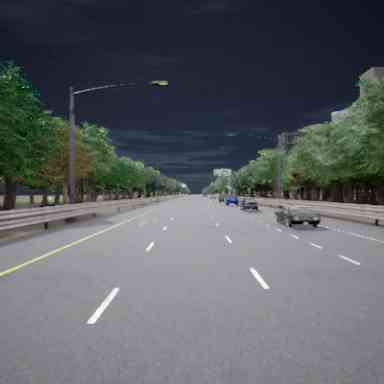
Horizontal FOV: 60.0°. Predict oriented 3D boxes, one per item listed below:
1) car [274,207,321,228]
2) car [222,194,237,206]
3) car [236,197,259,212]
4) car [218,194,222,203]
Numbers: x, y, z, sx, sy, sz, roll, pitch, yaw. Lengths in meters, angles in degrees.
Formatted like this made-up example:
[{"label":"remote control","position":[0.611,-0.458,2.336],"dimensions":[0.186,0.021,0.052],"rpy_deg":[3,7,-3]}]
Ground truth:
[{"label":"car","position":[7.032,1.666,22.711],"dimensions":[1.895,1.301,4.718],"rpy_deg":[0,0,0]},{"label":"car","position":[7.215,1.458,60.965],"dimensions":[2.150,2.045,5.566],"rpy_deg":[0,0,0]},{"label":"car","position":[7.104,1.648,41.743],"dimensions":[1.837,1.490,4.892],"rpy_deg":[0,0,0]},{"label":"car","position":[7.348,1.539,78.099],"dimensions":[2.150,2.045,5.566],"rpy_deg":[0,0,1]}]
